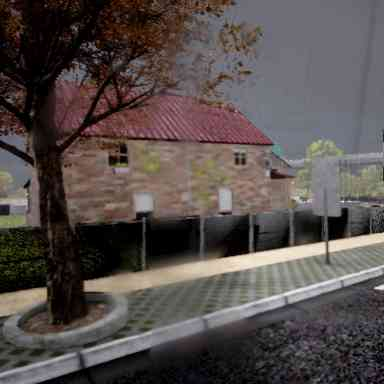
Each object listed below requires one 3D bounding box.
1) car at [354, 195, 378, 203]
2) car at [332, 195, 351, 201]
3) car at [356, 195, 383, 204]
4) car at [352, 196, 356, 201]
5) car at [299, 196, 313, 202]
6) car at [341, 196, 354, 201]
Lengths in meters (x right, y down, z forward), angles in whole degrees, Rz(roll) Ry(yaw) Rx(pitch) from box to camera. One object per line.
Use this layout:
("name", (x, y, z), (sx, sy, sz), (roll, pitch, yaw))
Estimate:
("car", (31.103, 1.236, 59.665), (1.812, 1.442, 4.674), (-2, 0, 0))
("car", (31.189, 1.238, 69.708), (1.895, 1.301, 4.718), (-2, 0, 0))
("car", (21.065, 1.374, 37.630), (2.097, 1.767, 4.553), (-2, 0, 1))
("car", (24.422, 1.450, 47.046), (1.812, 1.442, 4.674), (-2, 0, 0))
("car", (21.377, 1.630, 62.027), (1.837, 1.490, 4.892), (-2, 2, 1))
("car", (21.188, 1.657, 48.451), (1.895, 1.301, 4.718), (-2, 0, 2))
